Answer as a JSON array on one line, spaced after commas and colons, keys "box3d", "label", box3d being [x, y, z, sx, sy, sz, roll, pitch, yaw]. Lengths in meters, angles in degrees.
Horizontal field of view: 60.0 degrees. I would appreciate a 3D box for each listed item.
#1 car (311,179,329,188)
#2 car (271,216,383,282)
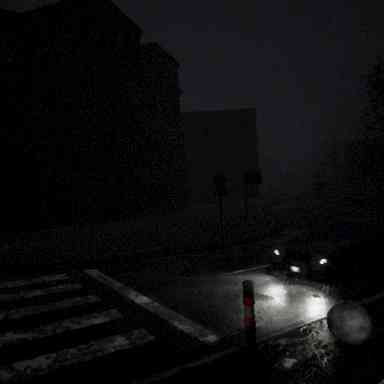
[{"box3d": [22.609, -1.491, 58.882, 1.882, 1.535, 5.008, -3, 1, 4], "label": "car"}, {"box3d": [4.757, 1.442, 9.759, 5.357, 1.411, 2.033, -2, 1, -34], "label": "car"}]
